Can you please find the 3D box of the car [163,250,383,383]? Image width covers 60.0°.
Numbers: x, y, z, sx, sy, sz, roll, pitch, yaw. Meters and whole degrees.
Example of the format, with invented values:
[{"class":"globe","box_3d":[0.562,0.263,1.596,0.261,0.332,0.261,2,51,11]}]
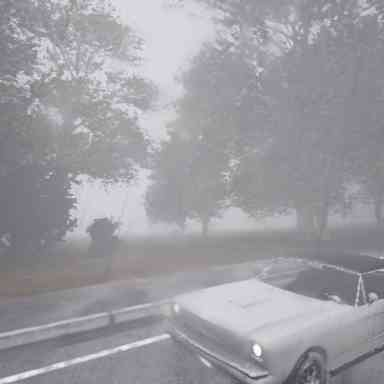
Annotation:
[{"class":"car","box_3d":[1.959,1.661,5.084,4.718,1.301,1.895,1,-1,-36]}]
